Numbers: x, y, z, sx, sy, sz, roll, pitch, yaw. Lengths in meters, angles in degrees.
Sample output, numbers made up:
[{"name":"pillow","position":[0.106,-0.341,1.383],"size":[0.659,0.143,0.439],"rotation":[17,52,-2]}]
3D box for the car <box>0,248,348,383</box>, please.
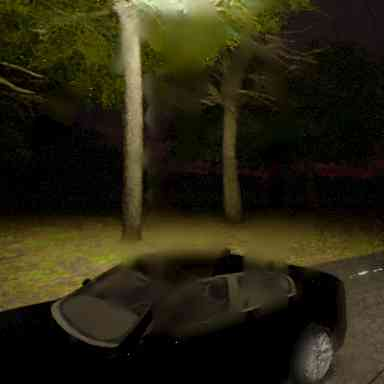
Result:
[{"name":"car","position":[-0.227,1.493,3.828],"size":[5.008,1.535,1.882],"rotation":[1,0,-35]}]
